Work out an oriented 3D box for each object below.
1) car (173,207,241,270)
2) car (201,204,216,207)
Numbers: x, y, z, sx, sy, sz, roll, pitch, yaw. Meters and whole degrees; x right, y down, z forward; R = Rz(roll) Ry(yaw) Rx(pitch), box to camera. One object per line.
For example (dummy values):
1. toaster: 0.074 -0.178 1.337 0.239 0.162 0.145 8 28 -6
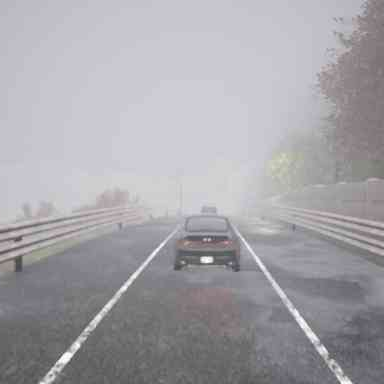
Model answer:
1. car: 0.484 1.443 10.751 1.837 1.490 4.892 0 0 3
2. car: 2.030 2.110 39.471 1.882 1.535 5.008 0 -3 4
